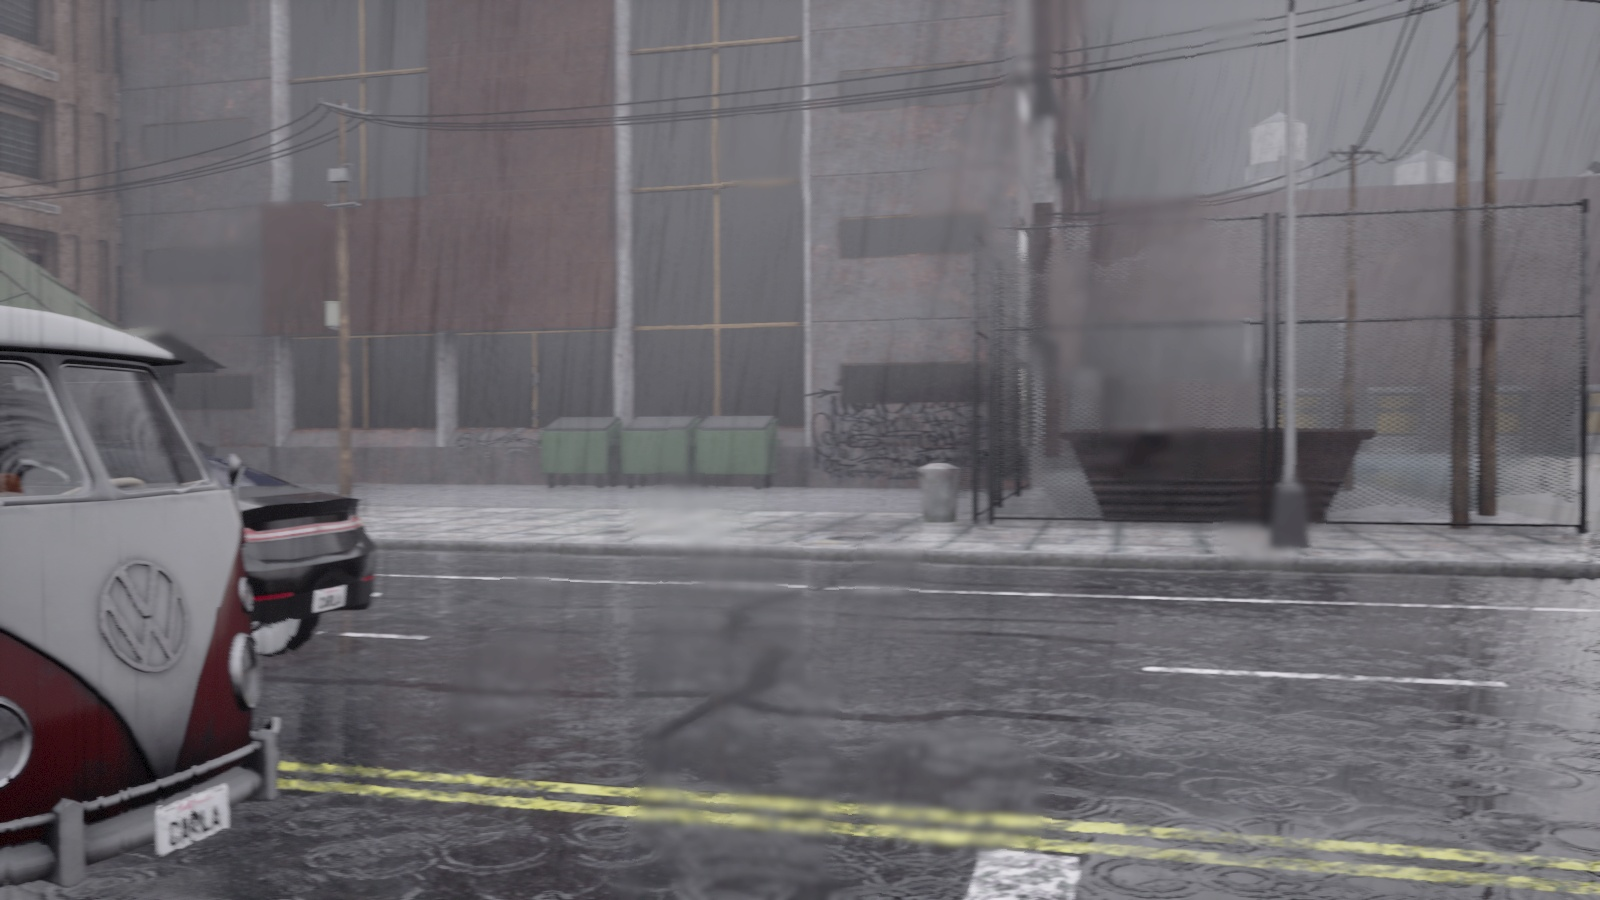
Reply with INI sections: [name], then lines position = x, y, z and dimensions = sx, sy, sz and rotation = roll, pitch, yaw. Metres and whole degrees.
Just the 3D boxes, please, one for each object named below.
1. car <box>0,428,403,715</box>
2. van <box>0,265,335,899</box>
[car]
position = -5.393, 0.615, 8.294
dimensions = 4.902, 1.511, 2.128
rotation = 0, 1, 15
[van]
position = -4.089, 0.487, 4.331
dimensions = 4.442, 1.987, 1.775
rotation = 0, 1, 15
